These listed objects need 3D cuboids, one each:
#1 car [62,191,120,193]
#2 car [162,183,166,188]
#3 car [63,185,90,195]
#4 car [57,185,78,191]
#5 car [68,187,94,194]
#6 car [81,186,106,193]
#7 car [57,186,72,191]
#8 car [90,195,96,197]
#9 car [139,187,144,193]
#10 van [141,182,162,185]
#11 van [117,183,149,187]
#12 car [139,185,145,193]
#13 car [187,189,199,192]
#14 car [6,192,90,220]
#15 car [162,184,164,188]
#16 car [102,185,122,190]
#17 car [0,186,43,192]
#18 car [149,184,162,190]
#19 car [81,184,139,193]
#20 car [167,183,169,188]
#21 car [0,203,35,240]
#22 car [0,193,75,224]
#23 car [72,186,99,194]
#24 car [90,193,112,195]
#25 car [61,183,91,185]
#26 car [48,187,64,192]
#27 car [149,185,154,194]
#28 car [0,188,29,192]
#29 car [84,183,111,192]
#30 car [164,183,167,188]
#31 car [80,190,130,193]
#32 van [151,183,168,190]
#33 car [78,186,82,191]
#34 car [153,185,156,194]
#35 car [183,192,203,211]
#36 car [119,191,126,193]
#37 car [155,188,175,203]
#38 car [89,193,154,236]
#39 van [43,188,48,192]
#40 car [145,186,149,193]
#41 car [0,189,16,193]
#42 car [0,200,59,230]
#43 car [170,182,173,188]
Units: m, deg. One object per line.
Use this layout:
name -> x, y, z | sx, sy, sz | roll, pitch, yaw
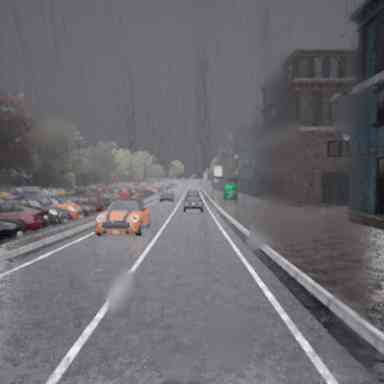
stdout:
car -> -9.666, 0.995, 31.044 | 5.008, 1.535, 2.097 | 0, 2, 1
car -> -9.229, -0.669, 78.336 | 4.674, 1.452, 2.002 | 0, 2, 1
car -> -22.405, -0.353, 64.519 | 4.553, 1.767, 2.185 | 0, 2, 1
car -> -22.522, 0.078, 56.176 | 4.892, 1.521, 2.231 | 0, 2, 1
car -> -22.413, -0.290, 67.309 | 4.674, 1.452, 2.002 | 0, 2, 1
car -> -22.337, -0.641, 75.655 | 5.008, 1.535, 2.097 | 0, 2, 1
car -> -22.547, 0.178, 53.392 | 5.008, 1.535, 2.097 | 0, 2, 1
car -> -9.726, 1.186, 25.469 | 4.674, 1.452, 2.002 | 0, 2, 1
car -> -9.726, 0.510, 44.960 | 5.366, 1.575, 1.946 | 0, 2, 1
van -> -9.188, -0.620, 69.918 | 4.442, 1.987, 1.878 | 0, 2, 1
van -> -9.578, -0.013, 53.295 | 4.442, 1.987, 1.878 | 0, 2, 1
car -> -9.484, 0.293, 47.609 | 4.553, 1.767, 2.185 | 0, 2, 1
car -> 0.162, 0.306, 50.556 | 2.128, 1.511, 4.902 | 0, 2, 0
car -> -9.780, 1.083, 22.679 | 4.553, 1.767, 2.185 | 0, 1, 1
car -> -9.250, -0.471, 72.773 | 4.792, 1.488, 2.163 | 0, 2, 1
car -> -22.180, -1.274, 92.354 | 5.008, 1.535, 2.097 | 0, 2, 1
car -> -22.617, 0.327, 42.251 | 5.566, 2.045, 2.435 | 0, 2, 1
car -> -9.172, -0.195, 64.426 | 5.366, 1.575, 1.946 | 0, 2, 1
car -> -9.620, 0.462, 39.387 | 5.566, 2.045, 2.435 | 0, 2, 1
car -> -9.333, -1.028, 86.680 | 5.366, 1.575, 1.946 | 0, 2, 1
car -> -9.798, 1.374, 14.327 | 4.792, 1.488, 2.163 | 0, 1, 1
car -> -9.806, 1.137, 19.900 | 4.553, 1.767, 2.185 | 0, 1, 1
car -> -22.379, -0.433, 70.090 | 5.008, 1.535, 2.097 | 0, 2, 1
car -> -9.691, 1.074, 28.256 | 5.008, 1.535, 2.097 | 0, 2, 1
car -> -22.434, -0.376, 61.733 | 5.566, 2.045, 2.435 | 0, 2, 1
car -> -22.570, 0.318, 50.610 | 4.674, 1.452, 2.002 | 0, 2, 1
car -> -9.441, 0.112, 56.084 | 5.008, 1.535, 2.097 | 0, 2, 1
car -> -22.858, 0.674, 39.479 | 5.366, 1.575, 1.946 | 0, 2, 1
car -> -22.277, -0.996, 78.430 | 5.566, 2.045, 2.435 | 0, 2, 1
car -> -9.169, -0.939, 81.110 | 4.553, 1.767, 2.185 | 0, 2, 1
car -> -9.616, 0.853, 36.615 | 4.674, 1.452, 2.002 | 0, 2, 1
van -> -8.978, -1.462, 92.231 | 4.442, 1.987, 1.878 | 0, 2, 1
car -> -22.518, 0.005, 58.958 | 4.792, 1.488, 2.163 | 0, 2, 1
car -> -9.404, 0.012, 58.865 | 5.008, 1.535, 2.097 | 0, 2, 1
car -> 0.115, 1.014, 31.333 | 2.033, 1.411, 5.357 | 0, 2, 0
car -> -9.616, 0.937, 33.831 | 4.792, 1.488, 2.163 | 0, 2, 1
car -> -3.227, 0.587, 44.062 | 2.033, 1.411, 5.357 | 0, 2, 1
car -> -3.344, 1.136, 16.809 | 2.097, 1.767, 4.553 | 0, 1, 0
van -> -22.503, 0.253, 45.034 | 4.442, 1.987, 1.878 | 0, 2, 1
car -> -9.494, 0.315, 50.521 | 4.892, 1.521, 2.231 | 0, 2, 1
car -> -22.694, 0.782, 36.571 | 5.008, 1.535, 2.097 | 0, 2, 1
car -> -9.831, 1.337, 17.115 | 4.792, 1.488, 2.163 | 0, 1, 1
car -> -9.040, -1.595, 95.012 | 5.566, 2.045, 2.435 | 0, 2, 1
